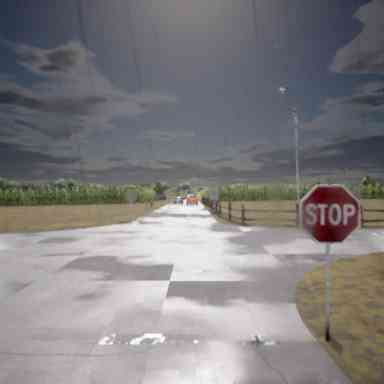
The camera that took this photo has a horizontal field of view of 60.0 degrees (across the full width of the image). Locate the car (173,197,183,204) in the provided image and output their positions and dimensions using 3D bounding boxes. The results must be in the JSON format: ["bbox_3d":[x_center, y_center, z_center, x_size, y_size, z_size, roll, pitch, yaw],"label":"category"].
[{"bbox_3d":[-2.707,1.662,65.857,2.128,1.511,4.902,0,0,0],"label":"car"}]

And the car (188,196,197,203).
[{"bbox_3d":[0.047,1.543,71.690,1.837,1.490,4.892,0,0,0],"label":"car"}]

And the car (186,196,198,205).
[{"bbox_3d":[0.041,1.497,61.654,2.097,1.767,4.553,0,0,0],"label":"car"}]
